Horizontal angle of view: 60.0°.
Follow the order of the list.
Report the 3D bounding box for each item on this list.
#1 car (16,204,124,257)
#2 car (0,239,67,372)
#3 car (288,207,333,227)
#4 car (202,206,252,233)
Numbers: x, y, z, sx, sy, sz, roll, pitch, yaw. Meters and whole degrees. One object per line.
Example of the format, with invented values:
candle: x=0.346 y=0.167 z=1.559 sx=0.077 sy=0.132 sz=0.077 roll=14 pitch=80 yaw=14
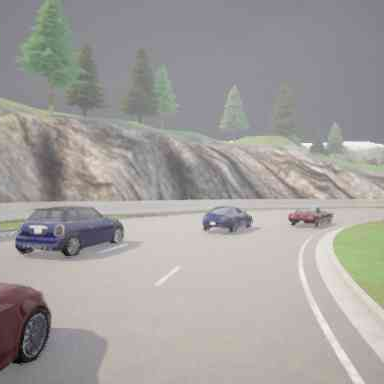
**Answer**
car: x=-4.503 y=1.313 z=13.039 sx=2.097 sy=1.767 sz=4.553 roll=1 pitch=0 yaw=16
car: x=-3.062 y=1.495 z=2.907 sx=1.812 sy=1.442 sz=4.674 roll=0 pitch=0 yaw=4
car: x=8.625 y=1.708 z=23.838 sx=1.895 sy=1.301 sz=4.718 roll=1 pitch=0 yaw=37
car: x=2.195 y=1.562 z=20.168 sx=1.812 sy=1.442 sz=4.674 roll=0 pitch=0 yaw=28
